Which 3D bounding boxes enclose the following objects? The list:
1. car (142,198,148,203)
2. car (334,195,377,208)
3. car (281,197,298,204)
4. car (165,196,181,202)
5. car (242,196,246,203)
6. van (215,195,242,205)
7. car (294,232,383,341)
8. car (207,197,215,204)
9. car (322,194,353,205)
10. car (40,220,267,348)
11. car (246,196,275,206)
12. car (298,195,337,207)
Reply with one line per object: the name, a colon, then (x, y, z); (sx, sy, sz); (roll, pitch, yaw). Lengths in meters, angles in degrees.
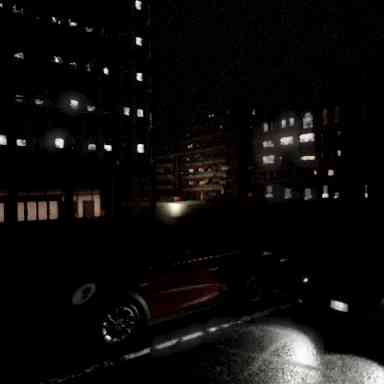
car: (-11.572, 2.213, 87.246); (2.008, 1.369, 4.403); (-2, 1, -36)
car: (20.984, 1.392, 42.061); (2.008, 1.369, 4.403); (-2, 1, -36)
car: (18.141, 1.502, 60.632); (1.802, 1.307, 4.206); (-2, 1, -36)
car: (-4.791, 1.939, 92.160); (1.967, 1.590, 4.097); (-2, 1, -36)
car: (11.544, 1.526, 69.608); (1.967, 1.590, 4.097); (-2, 1, -36)
van: (6.715, 1.541, 61.930); (1.690, 1.788, 3.998); (-2, 1, -36)
car: (3.801, 1.484, 6.092); (4.181, 1.385, 1.994); (-1, 0, -35)
car: (5.790, 1.882, 67.875); (1.895, 1.301, 4.718); (-1, 0, -36)
car: (23.398, 1.228, 53.449); (1.967, 1.590, 4.097); (-2, 1, -36)
car: (-0.570, 1.403, 6.163); (4.097, 1.590, 1.967); (-1, 0, -36)
car: (11.638, 1.621, 55.046); (1.887, 1.381, 4.507); (-2, 1, -36)
car: (17.718, 1.474, 46.572); (2.008, 1.369, 4.403); (-2, 1, -36)
